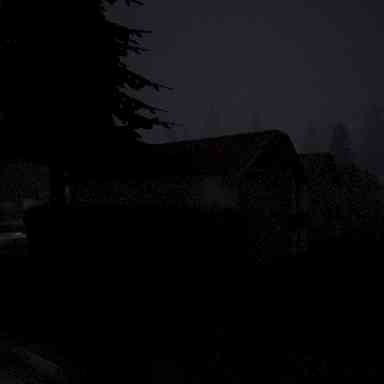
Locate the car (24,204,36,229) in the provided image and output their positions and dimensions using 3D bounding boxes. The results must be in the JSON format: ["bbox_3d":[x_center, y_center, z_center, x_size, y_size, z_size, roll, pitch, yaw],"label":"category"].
[{"bbox_3d":[-9.409,1.869,23.719,2.097,1.767,4.553,-1,-1,36],"label":"car"}]
